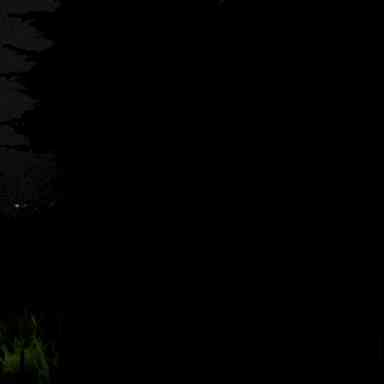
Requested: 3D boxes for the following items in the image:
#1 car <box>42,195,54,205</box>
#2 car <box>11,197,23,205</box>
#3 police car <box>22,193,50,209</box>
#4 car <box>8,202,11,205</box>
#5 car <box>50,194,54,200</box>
[{"bbox_3d":[-25.545,1.381,59.040,1.837,1.490,4.892,-3,1,-24],"label":"car"},{"bbox_3d":[-32.546,1.637,63.078,1.882,1.535,5.008,-2,-1,-32],"label":"car"},{"bbox_3d":[-20.391,1.335,43.664,1.930,1.638,5.238,-3,1,-18],"label":"police car"},{"bbox_3d":[-40.028,2.683,75.117,4.181,1.385,1.994,-9,-5,31],"label":"car"},{"bbox_3d":[-23.441,1.094,53.147,2.150,2.045,5.566,-3,1,-18],"label":"car"}]
